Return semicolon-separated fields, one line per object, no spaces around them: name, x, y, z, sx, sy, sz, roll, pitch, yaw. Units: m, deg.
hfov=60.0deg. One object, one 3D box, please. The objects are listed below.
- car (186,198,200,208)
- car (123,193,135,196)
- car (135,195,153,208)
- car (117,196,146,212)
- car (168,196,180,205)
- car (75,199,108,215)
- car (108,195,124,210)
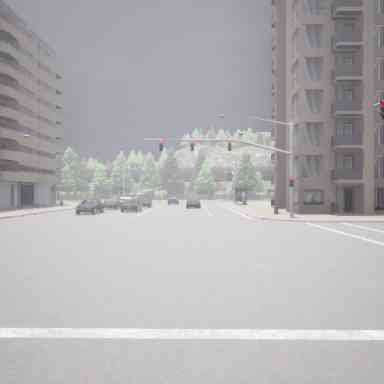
car;0.204;1.564;48.472;1.994;1.385;4.181;0;0;0
car;-10.435;1.221;54.451;2.150;2.045;5.566;0;0;1
car;-6.952;1.564;48.634;1.994;1.385;4.181;0;0;1
car;-6.988;1.505;38.686;1.837;1.490;4.892;0;0;0
car;-3.369;1.526;60.049;1.812;1.442;4.674;0;0;0
car;-10.511;1.505;34.500;1.837;1.490;4.892;0;0;0
car;-10.486;1.526;43.754;1.812;1.442;4.674;0;0;0
